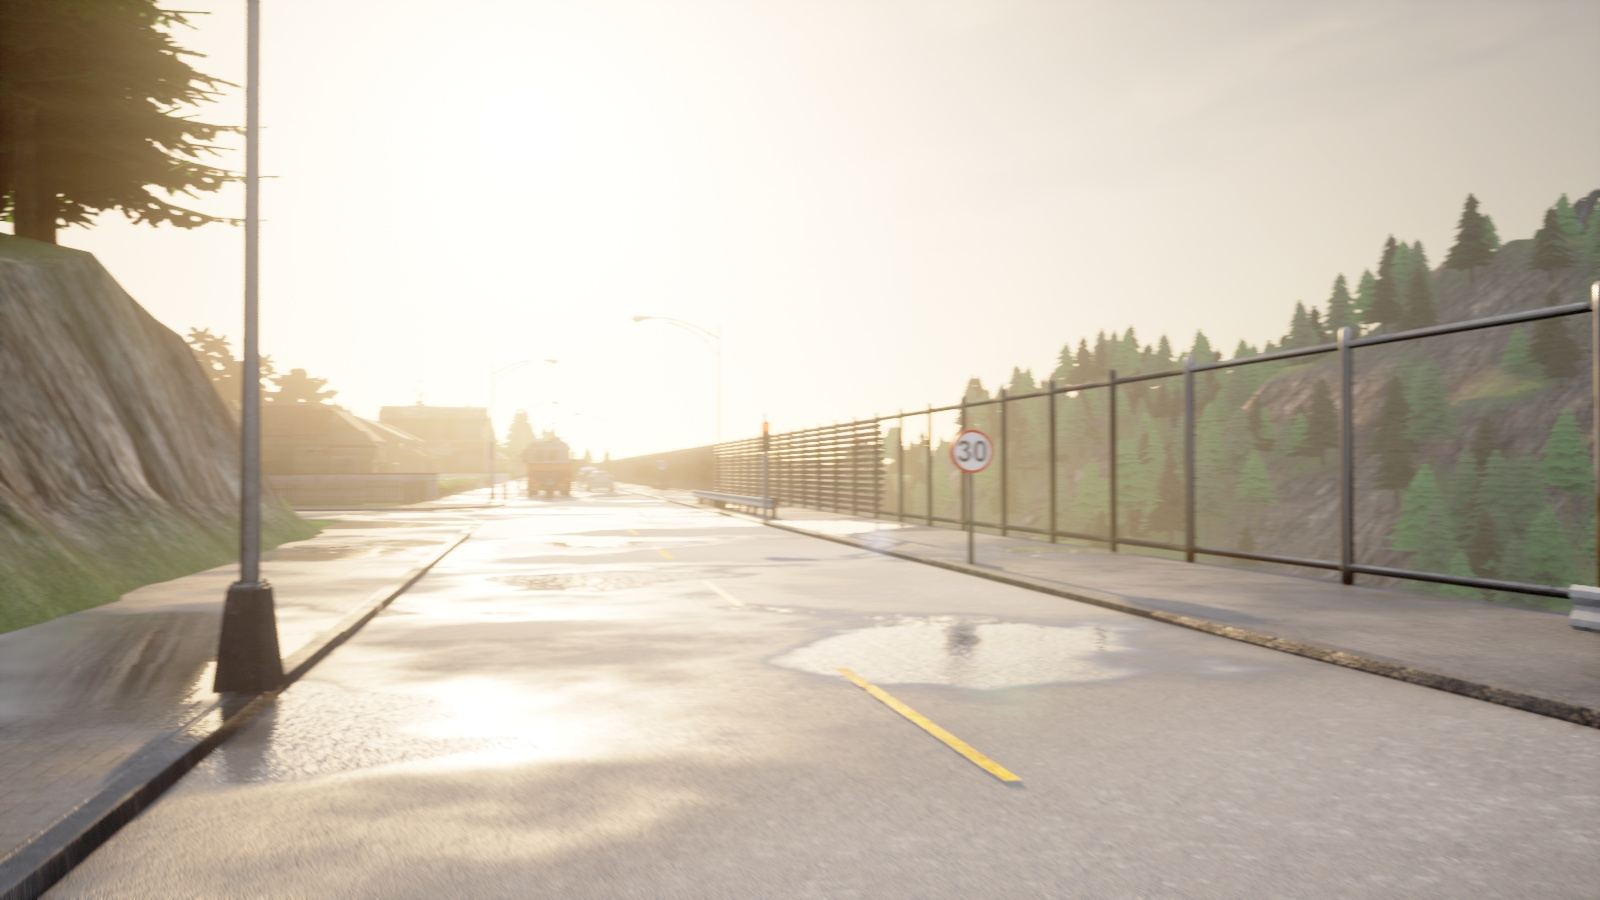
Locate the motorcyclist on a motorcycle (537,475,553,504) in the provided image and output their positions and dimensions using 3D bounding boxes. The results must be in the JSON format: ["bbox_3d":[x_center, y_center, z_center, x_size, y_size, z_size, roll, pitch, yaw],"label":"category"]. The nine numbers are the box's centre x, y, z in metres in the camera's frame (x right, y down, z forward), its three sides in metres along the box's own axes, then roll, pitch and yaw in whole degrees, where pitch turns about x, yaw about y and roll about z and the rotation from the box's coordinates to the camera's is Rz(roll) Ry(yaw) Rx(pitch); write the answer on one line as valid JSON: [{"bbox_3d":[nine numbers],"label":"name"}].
[{"bbox_3d":[-14.037,2.175,69.168,0.866,1.530,2.191,0,-1,-12],"label":"motorcyclist on a motorcycle"}]

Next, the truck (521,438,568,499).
[{"bbox_3d":[-16.817,1.234,82.618,2.891,3.827,8.468,0,-1,-12],"label":"truck"}]
